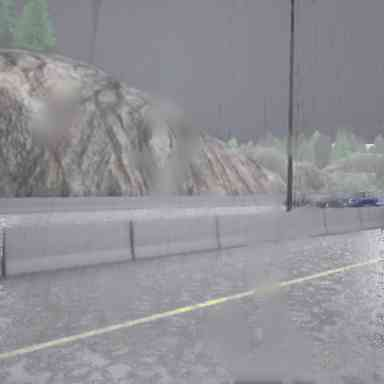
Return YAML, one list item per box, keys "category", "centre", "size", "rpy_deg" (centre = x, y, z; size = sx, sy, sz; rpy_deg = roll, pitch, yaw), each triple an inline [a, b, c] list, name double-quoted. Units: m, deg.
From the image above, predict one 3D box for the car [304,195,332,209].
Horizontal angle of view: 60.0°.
- category: "car"
  centre: [14.900, 1.066, 36.584]
  size: [4.892, 1.490, 1.837]
  rpy_deg: [0, 1, -36]

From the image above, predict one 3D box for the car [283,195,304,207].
- category: "car"
  centre: [12.747, 1.040, 39.346]
  size: [4.181, 1.385, 1.994]
  rpy_deg: [0, 1, -36]

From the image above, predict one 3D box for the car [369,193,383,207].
- category: "car"
  centre: [18.833, 1.163, 30.792]
  size: [5.008, 1.535, 1.882]
  rpy_deg: [0, 1, -36]

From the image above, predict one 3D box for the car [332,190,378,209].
- category: "car"
  centre: [17.011, 0.830, 33.784]
  size: [5.566, 2.045, 2.150]
  rpy_deg: [0, 1, -36]
